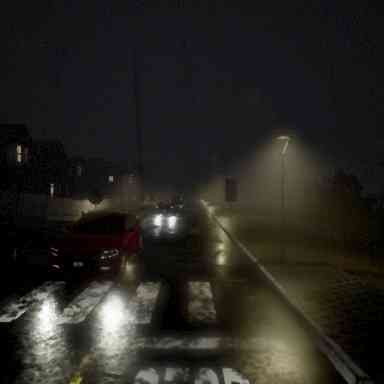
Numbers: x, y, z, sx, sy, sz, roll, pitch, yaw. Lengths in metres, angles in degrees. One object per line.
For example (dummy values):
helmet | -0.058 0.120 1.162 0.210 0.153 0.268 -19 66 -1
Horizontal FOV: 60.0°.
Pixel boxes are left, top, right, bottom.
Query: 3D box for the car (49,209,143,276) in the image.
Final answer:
car | -2.737 1.373 10.501 1.882 1.535 5.008 2 2 0

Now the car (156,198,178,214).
car | -2.786 1.621 35.581 1.895 1.301 4.718 0 0 0

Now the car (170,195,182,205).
car | -2.810 1.342 59.468 2.097 1.767 4.553 0 -1 0
